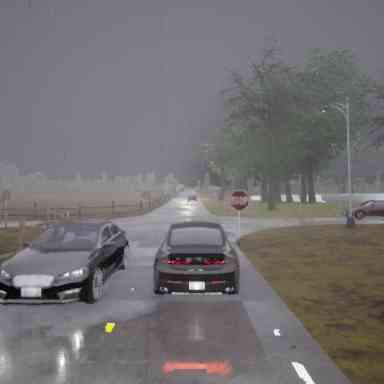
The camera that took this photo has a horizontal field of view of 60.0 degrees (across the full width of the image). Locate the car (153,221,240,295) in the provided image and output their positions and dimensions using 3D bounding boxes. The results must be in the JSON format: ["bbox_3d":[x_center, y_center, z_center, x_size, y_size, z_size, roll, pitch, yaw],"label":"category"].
[{"bbox_3d":[0.097,1.513,8.706,1.837,1.490,4.892,0,0,0],"label":"car"}]

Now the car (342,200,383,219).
[{"bbox_3d":[14.078,1.318,25.667,4.674,1.442,1.812,-1,-1,0],"label":"car"}]

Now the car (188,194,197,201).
[{"bbox_3d":[0.050,1.211,72.149,1.837,1.490,4.892,0,1,0],"label":"car"}]

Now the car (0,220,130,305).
[{"bbox_3d":[-2.809,1.498,8.299,2.128,1.511,4.902,0,0,0],"label":"car"}]
